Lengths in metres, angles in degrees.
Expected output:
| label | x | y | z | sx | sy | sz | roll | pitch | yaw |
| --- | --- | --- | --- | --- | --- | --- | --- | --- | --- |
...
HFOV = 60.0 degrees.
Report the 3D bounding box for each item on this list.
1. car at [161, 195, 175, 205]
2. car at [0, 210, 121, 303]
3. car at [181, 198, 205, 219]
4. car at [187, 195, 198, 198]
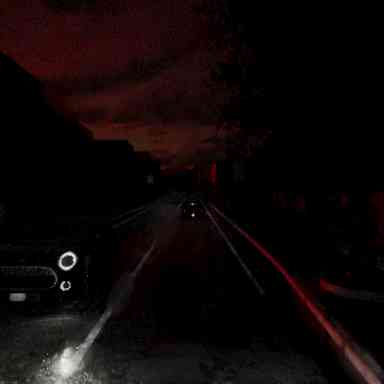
| label | x | y | z | sx | sy | sz | roll | pitch | yaw |
| --- | --- | --- | --- | --- | --- | --- | --- | --- | --- |
| car | -3.519 | 1.164 | 49.623 | 2.128 | 1.511 | 4.902 | 0 | 0 | 0 |
| car | -3.231 | 1.339 | 8.378 | 2.097 | 1.767 | 4.553 | 0 | 0 | 0 |
| car | 0.082 | 1.444 | 27.545 | 1.895 | 1.301 | 4.718 | 0 | 1 | 0 |
| car | 0.061 | 1.223 | 42.938 | 1.837 | 1.490 | 4.892 | 0 | 0 | 0 |
